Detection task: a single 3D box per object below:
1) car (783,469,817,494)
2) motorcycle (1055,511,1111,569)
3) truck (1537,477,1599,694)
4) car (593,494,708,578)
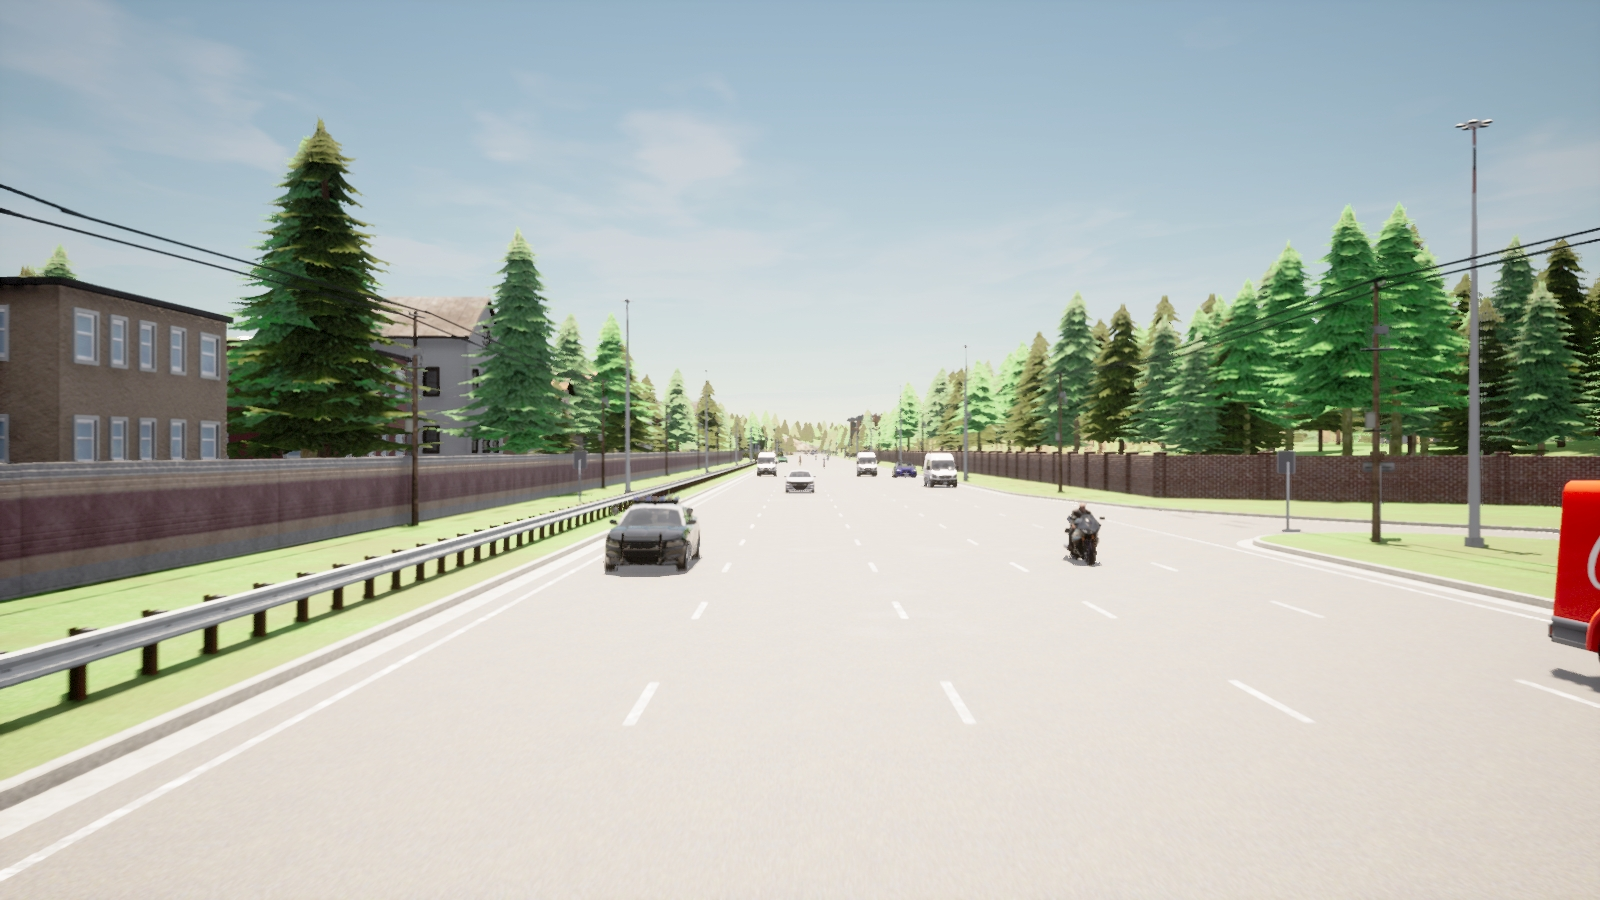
[{"bbox_3d":[0.003,2.034,74.807,2.097,1.535,5.006,0,0,0],"label":"car"},{"bbox_3d":[7.002,2.205,28.382,0.867,1.251,2.209,0,0,0],"label":"motorcycle"},{"bbox_3d":[10.500,1.568,11.649,2.627,2.467,5.204,0,0,0],"label":"truck"},{"bbox_3d":[-3.498,1.982,27.694,2.097,1.638,5.238,0,0,0],"label":"car"}]
